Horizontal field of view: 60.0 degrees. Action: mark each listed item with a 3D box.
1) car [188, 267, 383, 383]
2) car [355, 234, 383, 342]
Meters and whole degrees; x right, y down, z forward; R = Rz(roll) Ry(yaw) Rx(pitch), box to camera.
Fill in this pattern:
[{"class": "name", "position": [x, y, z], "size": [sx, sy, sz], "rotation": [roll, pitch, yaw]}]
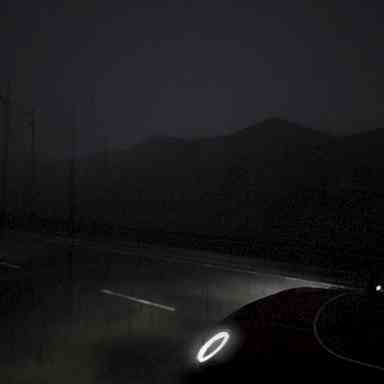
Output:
[{"class": "car", "position": [2.164, 1.354, 2.432], "size": [4.553, 1.767, 2.097], "rotation": [1, 0, 36]}, {"class": "car", "position": [4.846, 1.571, 4.819], "size": [4.181, 1.385, 1.994], "rotation": [1, 0, 36]}]
